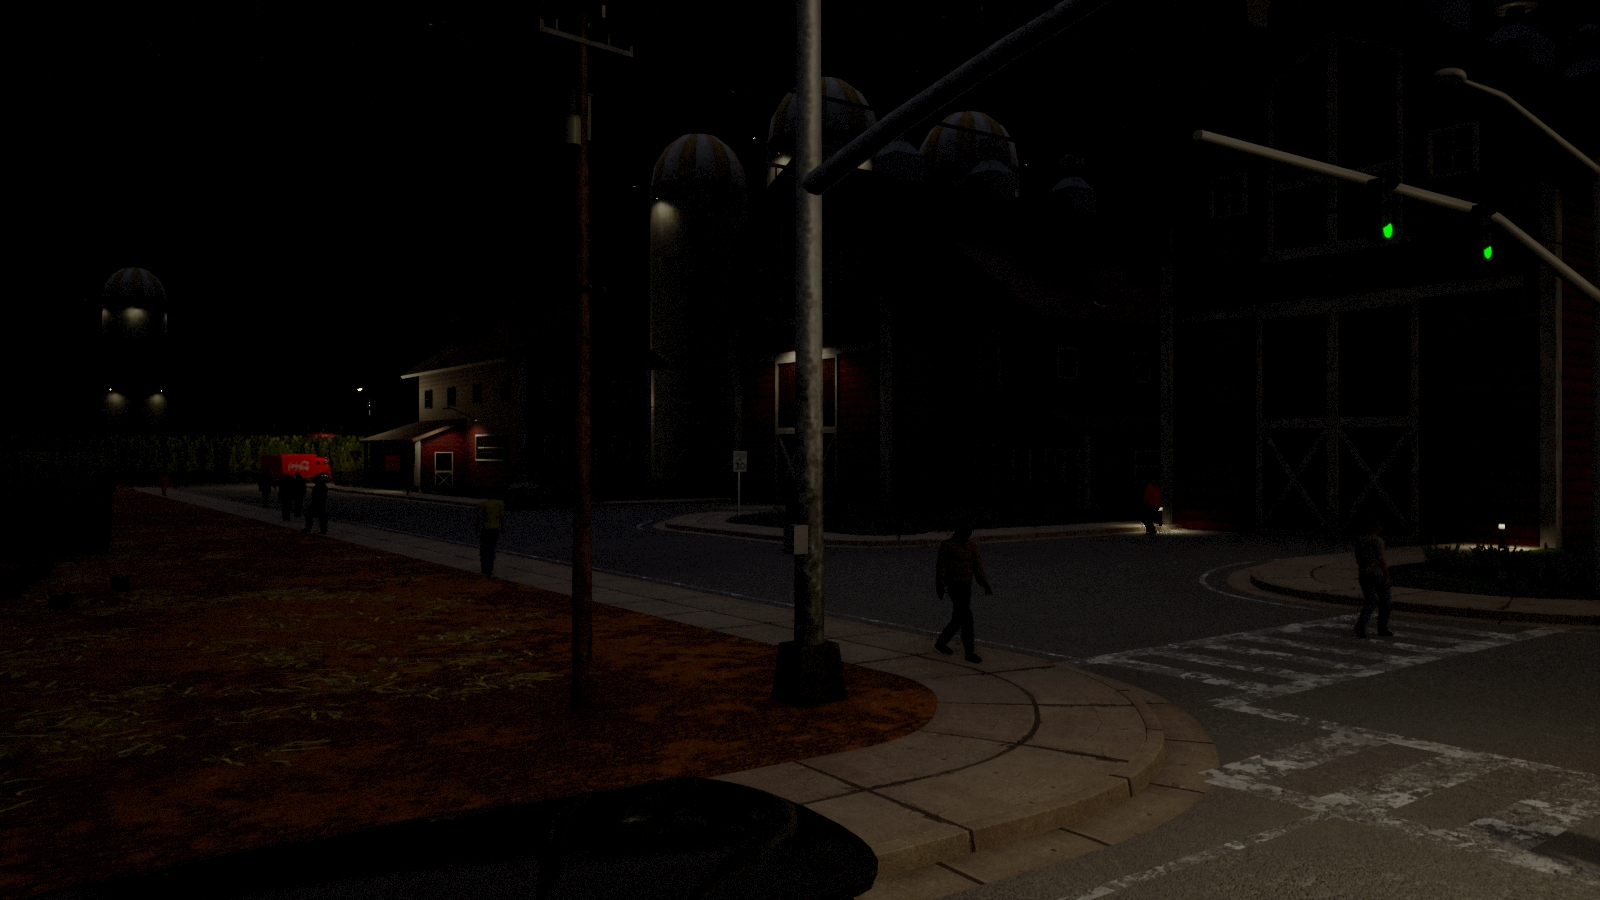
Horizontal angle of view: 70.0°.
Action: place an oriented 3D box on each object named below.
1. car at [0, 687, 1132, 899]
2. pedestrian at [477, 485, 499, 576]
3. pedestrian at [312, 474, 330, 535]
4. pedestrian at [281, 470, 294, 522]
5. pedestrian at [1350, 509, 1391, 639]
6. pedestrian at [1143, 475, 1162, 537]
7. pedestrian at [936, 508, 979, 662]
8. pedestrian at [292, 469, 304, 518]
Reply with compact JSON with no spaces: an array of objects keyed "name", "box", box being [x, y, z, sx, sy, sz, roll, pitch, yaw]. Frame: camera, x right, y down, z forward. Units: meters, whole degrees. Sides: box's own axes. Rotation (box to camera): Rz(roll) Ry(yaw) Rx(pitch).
[{"name":"car","box":[-1.537,1.905,2.746,4.553,1.767,2.097,0,0,-35]},{"name":"pedestrian","box":[-6.496,1.665,23.771,0.375,1.860,0.375,0,0,-27]},{"name":"pedestrian","box":[-14.687,1.665,35.011,0.375,1.860,0.375,0,0,7]},{"name":"pedestrian","box":[-18.565,1.665,41.370,0.375,1.860,0.375,0,0,-36]},{"name":"pedestrian","box":[8.379,1.811,16.781,0.375,1.860,0.375,0,0,-24]},{"name":"pedestrian","box":[10.671,1.685,34.598,0.375,1.860,0.375,0,0,-29]},{"name":"pedestrian","box":[1.964,1.665,14.271,0.375,1.860,0.375,0,0,-32]},{"name":"pedestrian","box":[-19.199,1.664,43.660,0.375,1.860,0.375,0,0,-32]}]
